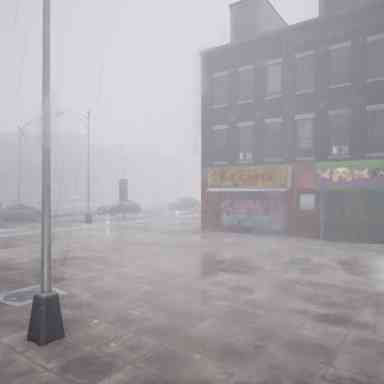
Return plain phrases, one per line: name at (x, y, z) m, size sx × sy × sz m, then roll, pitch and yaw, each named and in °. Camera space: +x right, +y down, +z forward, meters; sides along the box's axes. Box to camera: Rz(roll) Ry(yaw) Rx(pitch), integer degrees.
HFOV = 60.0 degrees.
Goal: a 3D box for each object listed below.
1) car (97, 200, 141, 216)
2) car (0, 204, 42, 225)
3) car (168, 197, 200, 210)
car at (-6.881, 1.439, 31.801) m, size 1.812 × 1.442 × 4.674 m, roll 0°, pitch 0°, yaw 35°
car at (-12.753, 1.515, 23.489) m, size 1.994 × 1.385 × 4.181 m, roll 0°, pitch 0°, yaw 36°
car at (-0.924, 1.382, 40.217) m, size 1.837 × 1.490 × 4.892 m, roll 0°, pitch 0°, yaw 36°
